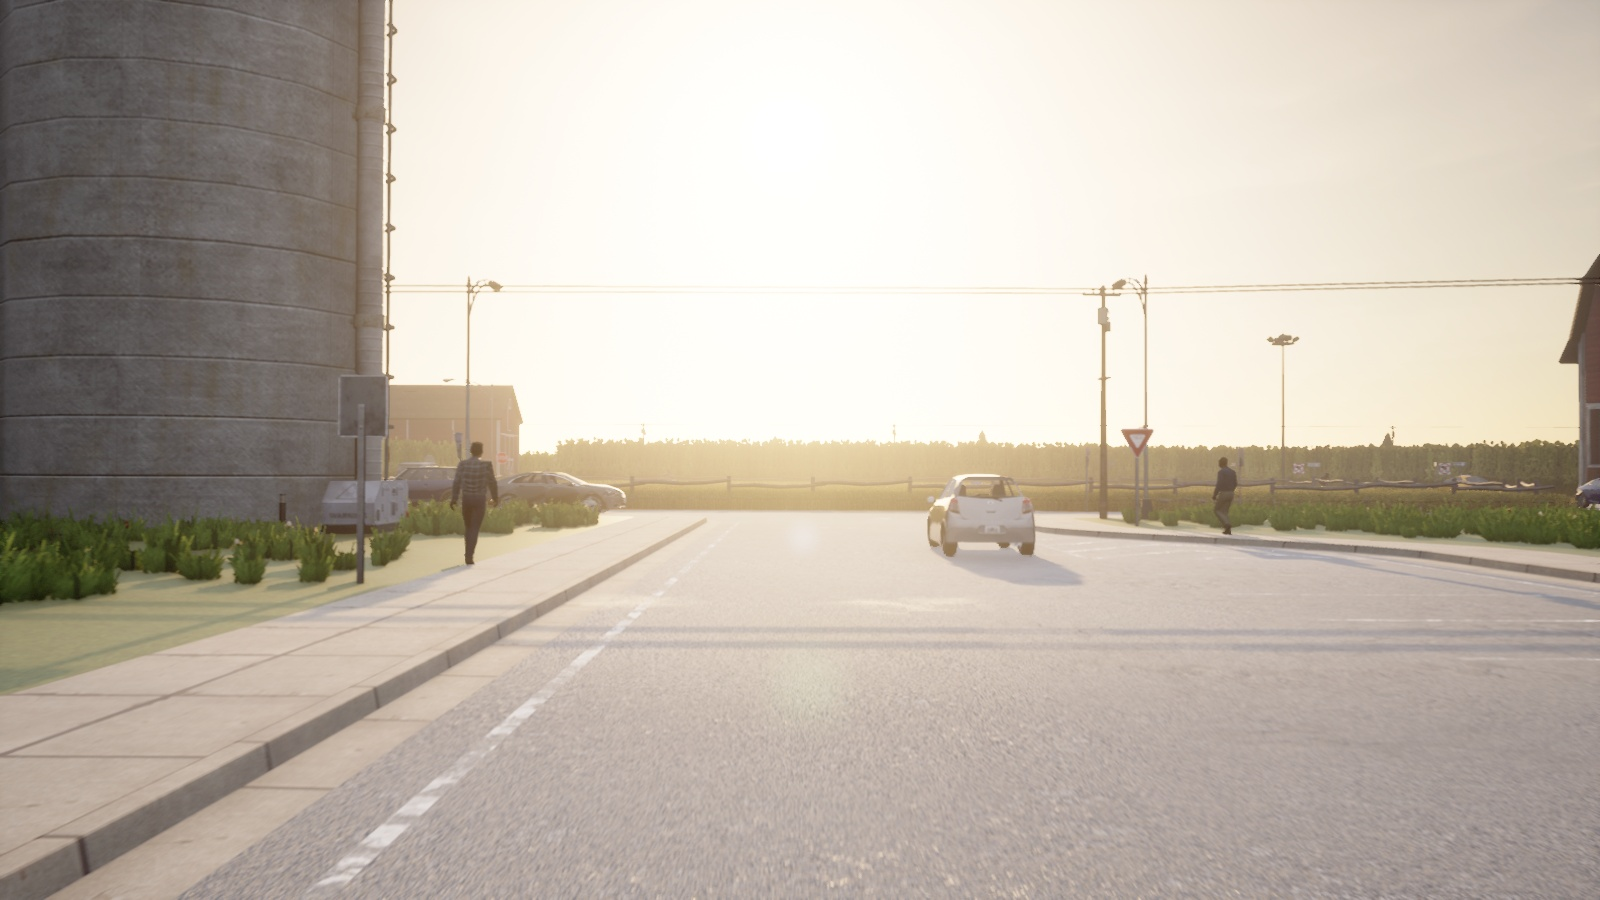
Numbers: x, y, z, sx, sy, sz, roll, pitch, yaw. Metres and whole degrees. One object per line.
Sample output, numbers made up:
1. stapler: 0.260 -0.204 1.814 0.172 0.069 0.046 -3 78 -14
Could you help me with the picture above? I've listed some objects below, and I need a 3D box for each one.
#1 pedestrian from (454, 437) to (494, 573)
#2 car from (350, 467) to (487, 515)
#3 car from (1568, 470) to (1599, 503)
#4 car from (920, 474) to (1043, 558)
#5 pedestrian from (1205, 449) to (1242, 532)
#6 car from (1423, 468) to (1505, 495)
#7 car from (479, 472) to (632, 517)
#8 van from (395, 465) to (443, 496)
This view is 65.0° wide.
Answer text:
1. pedestrian: -4.782 0.798 18.474 0.423 1.949 0.788 0 -1 -3
2. car: -14.382 1.526 47.505 4.553 1.767 2.097 0 -1 1
3. car: 36.180 1.625 55.498 1.812 1.442 4.674 0 -1 3
4. car: 3.442 1.224 24.436 1.845 1.501 3.633 0 -1 0
5. pedestrian: 9.565 0.906 28.356 0.370 1.835 0.726 0 -1 -25
6. car: 39.103 1.838 74.090 1.801 1.575 5.366 0 -1 -3
7. car: -8.487 1.540 43.924 4.902 1.511 2.128 0 -1 1
8. van: -25.186 1.983 83.228 1.775 1.987 4.442 0 0 1
